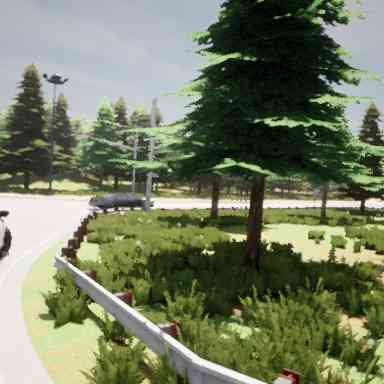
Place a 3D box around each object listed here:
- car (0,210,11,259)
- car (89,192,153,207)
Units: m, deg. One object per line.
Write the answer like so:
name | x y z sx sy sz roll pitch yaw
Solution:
car | -6.091 1.051 8.369 2.150 2.045 5.566 3 1 -22
car | -5.636 0.760 27.209 5.357 1.411 2.033 1 4 -44
